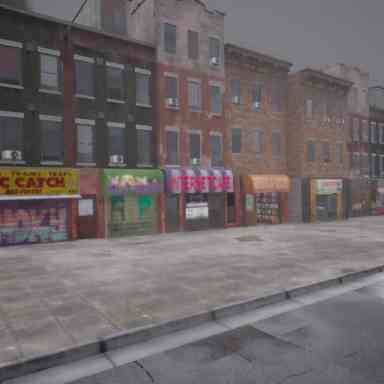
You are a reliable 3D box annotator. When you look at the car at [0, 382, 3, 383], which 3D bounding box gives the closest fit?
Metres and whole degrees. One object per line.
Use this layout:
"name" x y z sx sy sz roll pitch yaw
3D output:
"car" -3.096 1.601 0.962 4.718 1.301 1.895 0 0 -35
